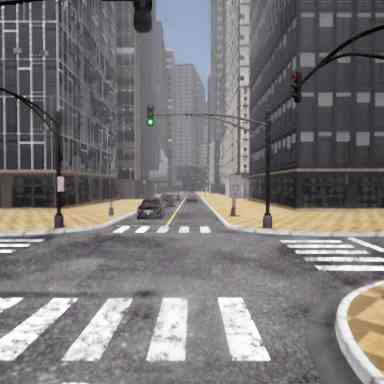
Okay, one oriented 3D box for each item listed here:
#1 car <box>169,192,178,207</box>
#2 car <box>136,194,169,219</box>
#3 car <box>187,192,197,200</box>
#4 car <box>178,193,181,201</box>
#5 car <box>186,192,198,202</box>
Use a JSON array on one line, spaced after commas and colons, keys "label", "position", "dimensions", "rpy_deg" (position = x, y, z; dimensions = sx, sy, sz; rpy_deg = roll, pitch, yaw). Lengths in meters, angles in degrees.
[{"label": "car", "position": [-3.090, 1.030, 40.718], "dimensions": [1.837, 1.490, 4.892], "rpy_deg": [0, 1, 0]}, {"label": "car", "position": [-3.093, 1.194, 25.821], "dimensions": [1.837, 1.490, 4.892], "rpy_deg": [0, 2, 0]}, {"label": "car", "position": [0.001, 0.778, 65.848], "dimensions": [1.812, 1.442, 4.674], "rpy_deg": [0, 1, 0]}, {"label": "car", "position": [-3.000, 0.812, 59.852], "dimensions": [2.128, 1.511, 4.902], "rpy_deg": [0, 1, 0]}, {"label": "car", "position": [0.001, 0.911, 55.431], "dimensions": [2.033, 1.411, 5.357], "rpy_deg": [0, 1, 0]}]
